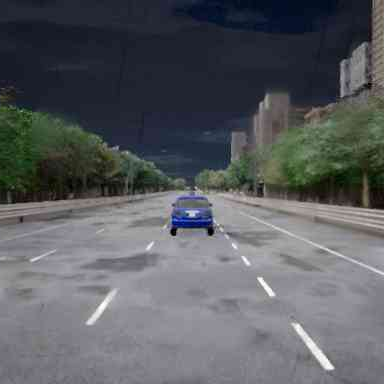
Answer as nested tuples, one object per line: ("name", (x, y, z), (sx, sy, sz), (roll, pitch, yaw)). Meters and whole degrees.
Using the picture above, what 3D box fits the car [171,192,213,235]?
("car", (0.011, 1.213, 18.912), (2.150, 2.045, 5.566), (0, 0, 0))

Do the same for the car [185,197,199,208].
("car", (0.027, 1.452, 48.004), (1.837, 1.490, 4.892), (0, 0, 0))

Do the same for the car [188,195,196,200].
("car", (0.049, 1.350, 83.696), (1.895, 1.301, 4.718), (0, 0, 0))
